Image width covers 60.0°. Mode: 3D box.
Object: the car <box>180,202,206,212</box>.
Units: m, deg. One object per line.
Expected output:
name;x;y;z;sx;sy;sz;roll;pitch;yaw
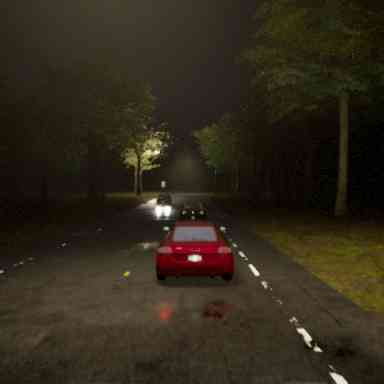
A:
car;0.071;1.438;25.354;1.895;1.301;4.718;0;1;0

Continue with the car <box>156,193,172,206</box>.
car;-3.601;0.966;43.702;2.128;1.511;4.902;0;2;0

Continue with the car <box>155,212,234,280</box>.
car;0.075;1.507;9.753;1.994;1.385;4.181;0;0;0
